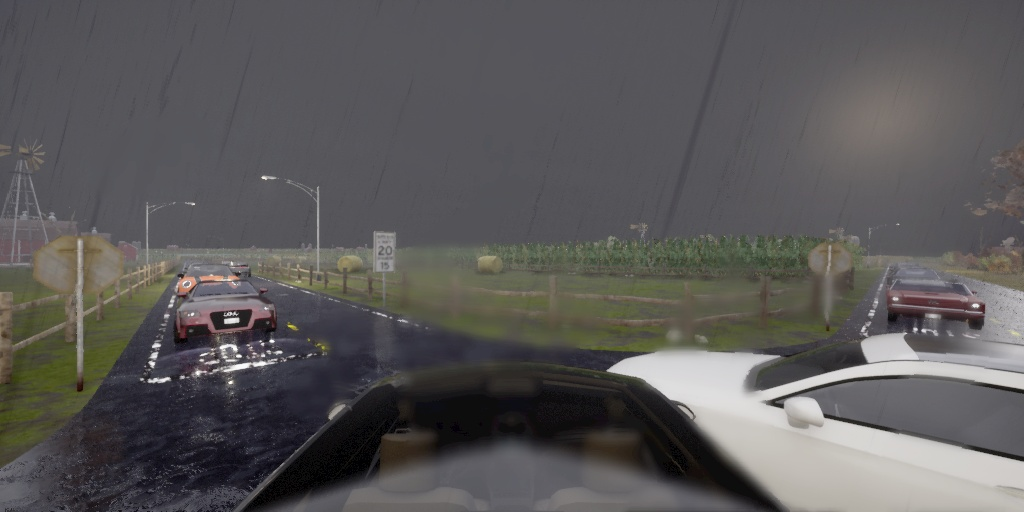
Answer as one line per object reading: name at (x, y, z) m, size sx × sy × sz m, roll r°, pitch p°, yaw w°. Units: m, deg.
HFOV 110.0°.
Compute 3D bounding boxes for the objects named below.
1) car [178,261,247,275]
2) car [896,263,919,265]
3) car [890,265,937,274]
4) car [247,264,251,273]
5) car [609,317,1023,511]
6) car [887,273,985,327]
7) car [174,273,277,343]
car at (-13.818, 1.141, 16.411) m, size 2.097 × 1.767 × 4.553 m, roll 0°, pitch 0°, yaw -42°
car at (27.199, 1.408, 24.481) m, size 4.181 × 1.385 × 1.994 m, roll 0°, pitch 1°, yaw -43°
car at (20.484, 1.368, 18.184) m, size 5.357 × 1.411 × 2.033 m, roll 0°, pitch 1°, yaw -43°
car at (-27.204, 1.287, 35.556) m, size 2.128 × 1.511 × 4.902 m, roll 0°, pitch 0°, yaw -42°
car at (2.827, 1.294, 2.446) m, size 1.812 × 1.442 × 4.674 m, roll 0°, pitch 1°, yaw -44°
car at (13.448, 1.401, 11.575) m, size 4.718 × 1.301 × 1.895 m, roll 0°, pitch 1°, yaw -43°
car at (-8.001, 1.356, 9.965) m, size 1.994 × 1.385 × 4.181 m, roll 0°, pitch 0°, yaw -43°
